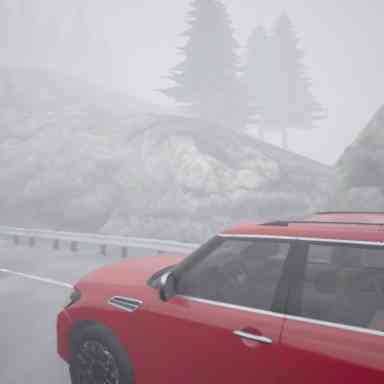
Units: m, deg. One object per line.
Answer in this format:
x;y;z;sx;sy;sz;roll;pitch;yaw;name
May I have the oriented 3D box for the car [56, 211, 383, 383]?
1.101;1.214;3.115;5.566;2.045;2.150;0;0;35;car
